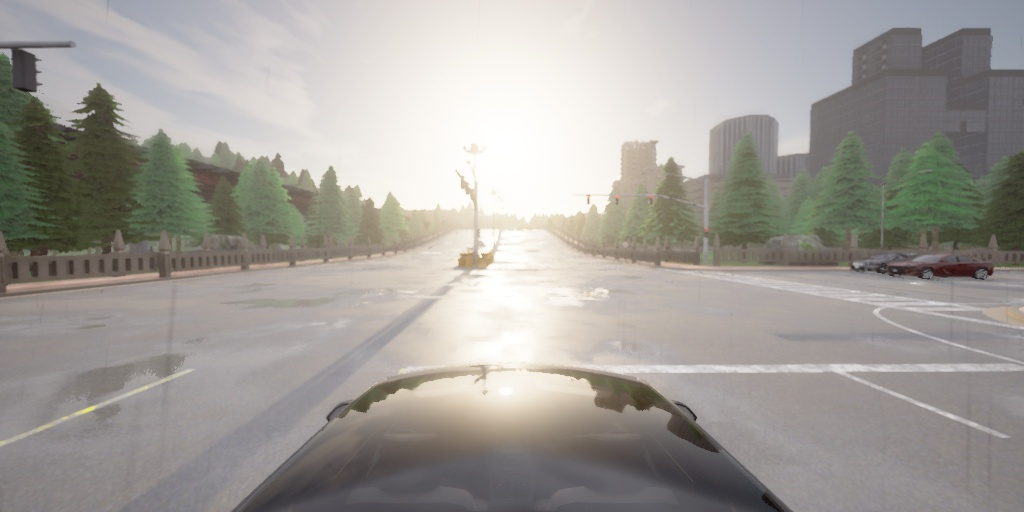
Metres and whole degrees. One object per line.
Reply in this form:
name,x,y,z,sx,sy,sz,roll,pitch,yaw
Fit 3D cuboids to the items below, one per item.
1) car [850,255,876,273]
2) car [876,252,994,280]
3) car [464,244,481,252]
car,26.316,0.499,24.783,4.902,1.511,2.128,0,2,0
car,25.239,0.597,21.283,5.008,1.535,1.882,0,2,0
car,-7.077,-0.721,61.137,2.128,1.511,4.902,0,4,0
